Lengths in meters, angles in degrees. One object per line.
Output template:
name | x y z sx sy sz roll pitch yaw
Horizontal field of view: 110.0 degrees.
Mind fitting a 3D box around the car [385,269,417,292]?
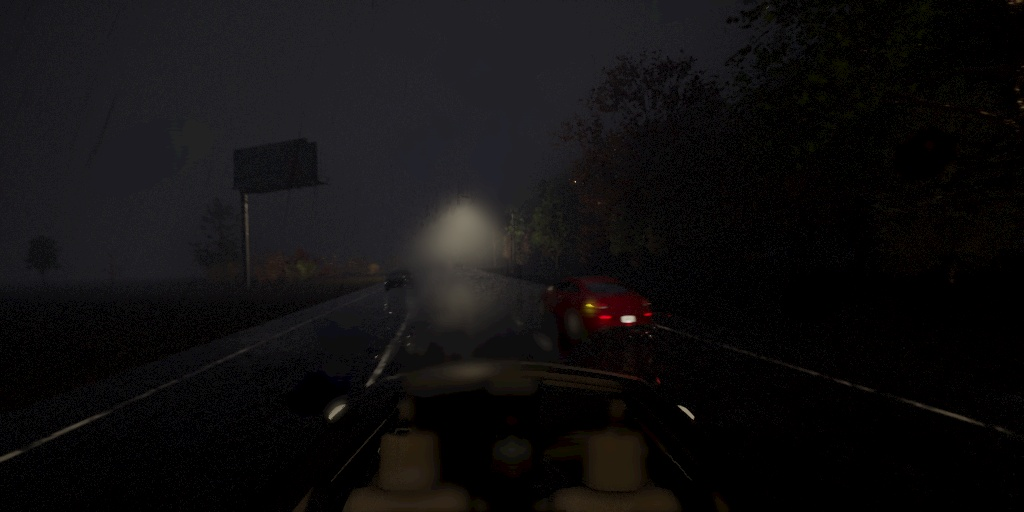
car | -7.971 1.685 25.962 1.882 1.535 5.008 -2 0 -11

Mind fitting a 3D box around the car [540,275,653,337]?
car | 2.162 1.280 10.270 1.812 1.442 4.674 -2 0 -11
